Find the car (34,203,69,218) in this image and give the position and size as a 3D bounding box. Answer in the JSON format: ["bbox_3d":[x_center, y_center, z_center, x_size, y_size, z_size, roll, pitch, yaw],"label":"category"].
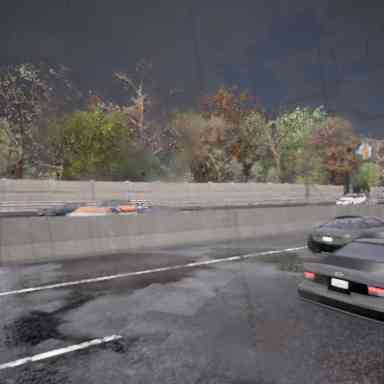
[{"bbox_3d":[-9.833,1.557,27.061,5.357,1.411,2.033,0,0,-36],"label":"car"}]

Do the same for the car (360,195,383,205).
[{"bbox_3d":[27.343,1.610,49.209,4.674,1.442,1.812,0,0,-35],"label":"car"}]

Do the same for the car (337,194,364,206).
[{"bbox_3d":[24.927,1.303,51.769,5.566,2.045,2.150,0,0,-35],"label":"car"}]

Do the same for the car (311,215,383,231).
[{"bbox_3d":[6.242,1.580,12.485,4.181,1.385,1.994,0,0,-35],"label":"car"}]

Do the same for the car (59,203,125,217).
[{"bbox_3d":[-5.706,1.611,21.412,4.718,1.301,1.895,0,0,-35],"label":"car"}]

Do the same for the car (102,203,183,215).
[{"bbox_3d":[-2.174,1.560,19.632,5.357,1.411,2.033,0,0,-35],"label":"car"}]

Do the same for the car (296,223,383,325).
[{"bbox_3d":[4.475,1.557,6.932,5.357,1.411,2.033,0,0,-35],"label":"car"}]

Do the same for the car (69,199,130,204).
[{"bbox_3d":[-6.503,1.364,25.141,4.553,1.767,2.097,0,0,-35],"label":"car"}]
